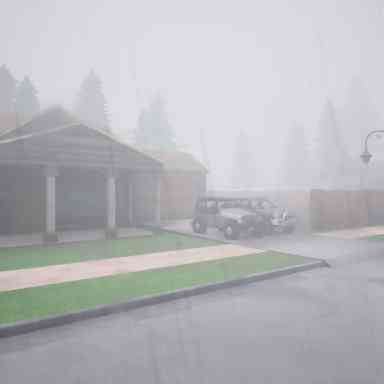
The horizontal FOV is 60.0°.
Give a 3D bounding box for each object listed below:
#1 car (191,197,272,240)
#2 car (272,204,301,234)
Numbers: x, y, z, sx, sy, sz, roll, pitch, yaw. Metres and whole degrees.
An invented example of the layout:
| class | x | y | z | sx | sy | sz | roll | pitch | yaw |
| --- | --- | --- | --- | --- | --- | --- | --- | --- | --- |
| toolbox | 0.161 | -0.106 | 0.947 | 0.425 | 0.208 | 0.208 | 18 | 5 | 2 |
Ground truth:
| class | x | y | z | sx | sy | sz | roll | pitch | yaw |
| --- | --- | --- | --- | --- | --- | --- | --- | --- | --- |
| car | 1.596 | 1.176 | 15.971 | 1.905 | 1.878 | 3.866 | 0 | 0 | -36 |
| car | 3.415 | 1.174 | 17.749 | 1.932 | 1.855 | 4.605 | 0 | 0 | -36 |
